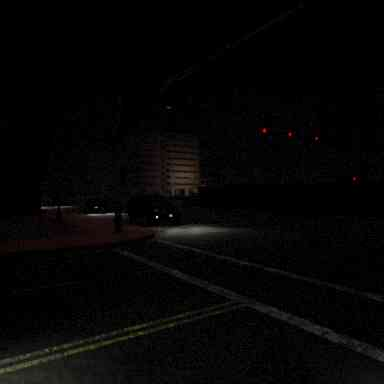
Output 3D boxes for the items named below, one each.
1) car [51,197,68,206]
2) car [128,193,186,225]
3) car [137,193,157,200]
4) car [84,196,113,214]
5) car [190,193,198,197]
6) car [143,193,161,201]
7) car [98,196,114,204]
[{"bbox_3d":[-21.288,1.548,53.386,2.033,1.411,5.357,0,0,-32],"label":"car"},{"bbox_3d":[-2.893,1.222,24.504,2.150,2.045,5.566,0,0,-33],"label":"car"},{"bbox_3d":[-11.404,1.153,83.910,4.605,1.855,1.932,0,0,-34],"label":"car"},{"bbox_3d":[-10.461,1.505,36.333,1.837,1.490,4.892,0,0,-32],"label":"car"},{"bbox_3d":[1.207,1.156,65.255,3.866,1.878,1.905,0,0,-34],"label":"car"},{"bbox_3d":[-9.827,1.156,81.483,3.866,1.878,1.905,0,0,-34],"label":"car"},{"bbox_3d":[-17.252,1.526,66.768,1.812,1.442,4.674,0,0,-33],"label":"car"}]
